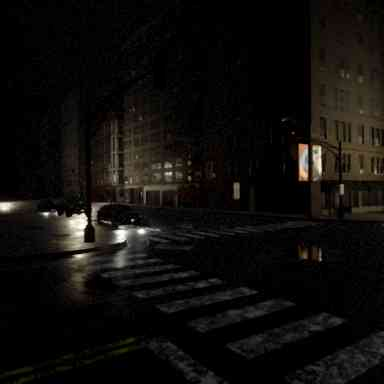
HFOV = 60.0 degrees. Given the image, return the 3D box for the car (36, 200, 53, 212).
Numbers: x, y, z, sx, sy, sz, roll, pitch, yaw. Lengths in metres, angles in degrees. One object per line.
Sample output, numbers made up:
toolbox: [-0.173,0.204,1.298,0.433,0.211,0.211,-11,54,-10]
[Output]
car: [-18.177,1.736,41.840,2.033,1.411,5.357,-1,0,-35]

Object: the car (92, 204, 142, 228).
car: [-5.327,1.629,23.847,1.837,1.490,4.892,-1,0,-36]

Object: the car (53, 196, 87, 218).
car: [-11.564,1.380,32.563,2.150,2.045,5.566,-1,0,-35]
